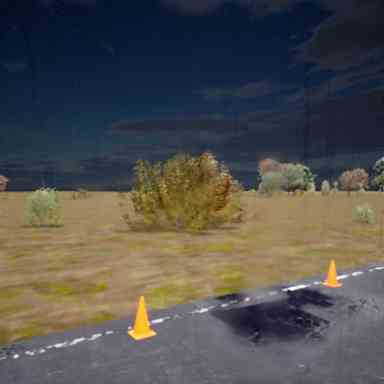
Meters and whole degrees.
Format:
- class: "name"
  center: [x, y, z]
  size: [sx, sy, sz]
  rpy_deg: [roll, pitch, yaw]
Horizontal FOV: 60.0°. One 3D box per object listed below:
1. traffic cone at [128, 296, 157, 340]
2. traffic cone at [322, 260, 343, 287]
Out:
- class: "traffic cone"
  center: [-0.786, 1.949, 5.264]
  size: [0.340, 0.580, 0.340]
  rpy_deg: [0, 0, -35]
- class: "traffic cone"
  center: [3.420, 1.959, 8.089]
  size: [0.340, 0.580, 0.340]
  rpy_deg: [0, 0, -33]
